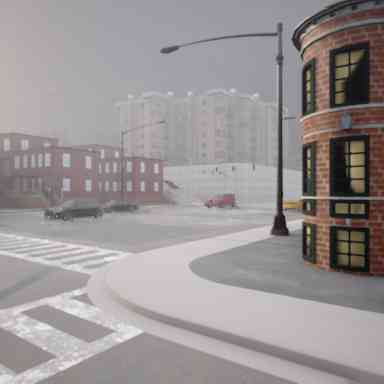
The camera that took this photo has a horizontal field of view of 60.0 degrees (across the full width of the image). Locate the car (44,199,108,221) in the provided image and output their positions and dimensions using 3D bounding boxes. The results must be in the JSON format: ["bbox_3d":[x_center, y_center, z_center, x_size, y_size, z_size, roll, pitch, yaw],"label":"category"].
[{"bbox_3d":[-9.540,1.349,27.023,2.097,1.767,4.553,0,0,36],"label":"car"}]

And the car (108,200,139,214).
[{"bbox_3d":[-7.991,1.544,35.214,2.033,1.411,5.357,0,0,36],"label":"car"}]

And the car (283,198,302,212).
[{"bbox_3d":[12.408,1.476,39.356,1.882,1.535,5.008,0,0,36],"label":"car"}]

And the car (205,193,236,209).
[{"bbox_3d":[4.075,1.220,45.993,2.150,2.045,5.566,0,0,36],"label":"car"}]

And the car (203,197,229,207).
[{"bbox_3d":[3.824,1.524,51.595,1.812,1.442,4.674,0,0,36],"label":"car"}]
